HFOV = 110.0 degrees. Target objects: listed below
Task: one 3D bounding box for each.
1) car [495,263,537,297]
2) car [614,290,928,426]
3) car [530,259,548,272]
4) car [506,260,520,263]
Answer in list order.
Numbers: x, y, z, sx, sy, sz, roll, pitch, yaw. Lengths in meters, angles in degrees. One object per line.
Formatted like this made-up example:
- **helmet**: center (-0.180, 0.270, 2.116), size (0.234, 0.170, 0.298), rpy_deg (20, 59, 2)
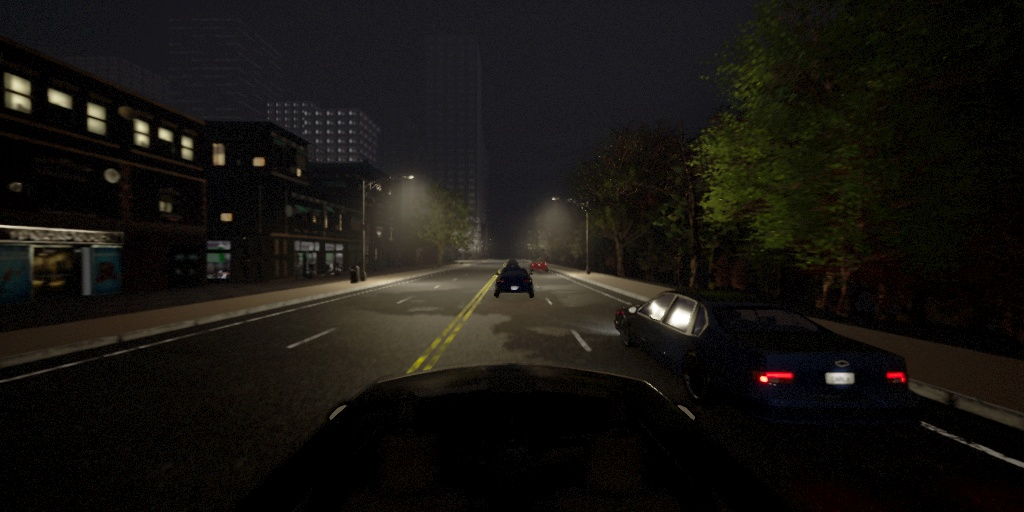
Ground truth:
- **car**: center (0.107, 1.281, 18.623), size (1.812, 1.442, 4.674), rpy_deg (0, 0, 0)
- **car**: center (3.351, 1.299, 6.175), size (2.033, 1.411, 5.357), rpy_deg (0, 0, 0)
- **car**: center (3.369, 1.114, 46.128), size (2.097, 1.767, 4.553), rpy_deg (0, 0, 0)
- **car**: center (0.121, 1.290, 52.842), size (1.812, 1.442, 4.674), rpy_deg (0, 0, 0)
